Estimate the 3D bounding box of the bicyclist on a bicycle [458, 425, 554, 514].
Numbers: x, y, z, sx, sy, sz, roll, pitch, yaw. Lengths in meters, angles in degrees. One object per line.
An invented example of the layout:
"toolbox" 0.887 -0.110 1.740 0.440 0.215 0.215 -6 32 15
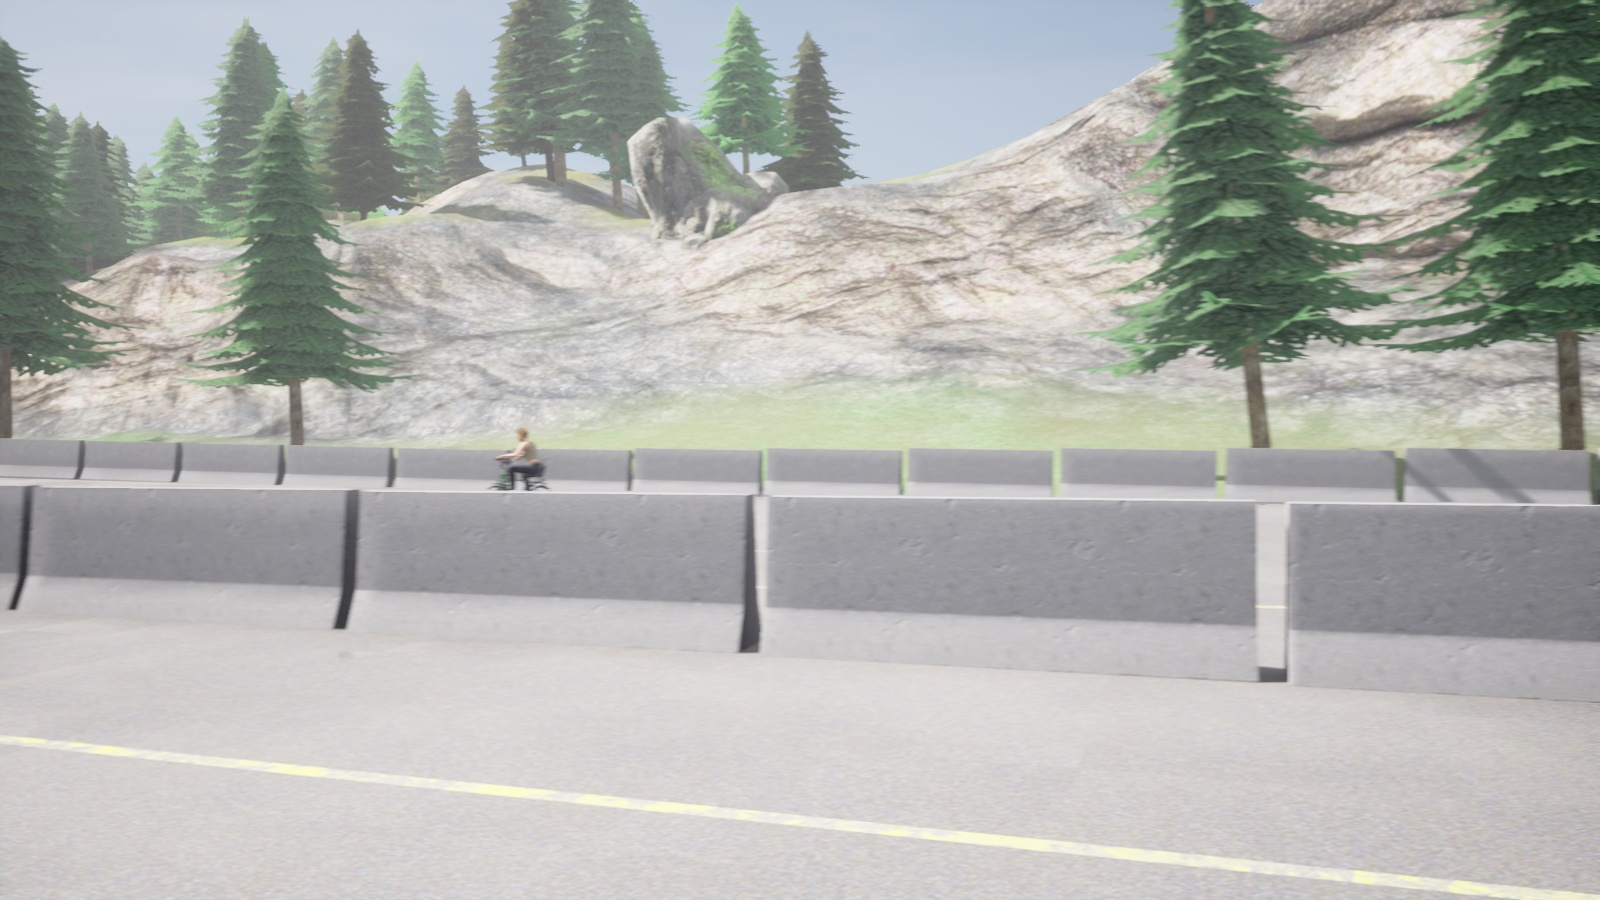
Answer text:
"bicyclist on a bicycle" -5.500 0.340 23.508 1.509 1.612 0.866 1 1 18
